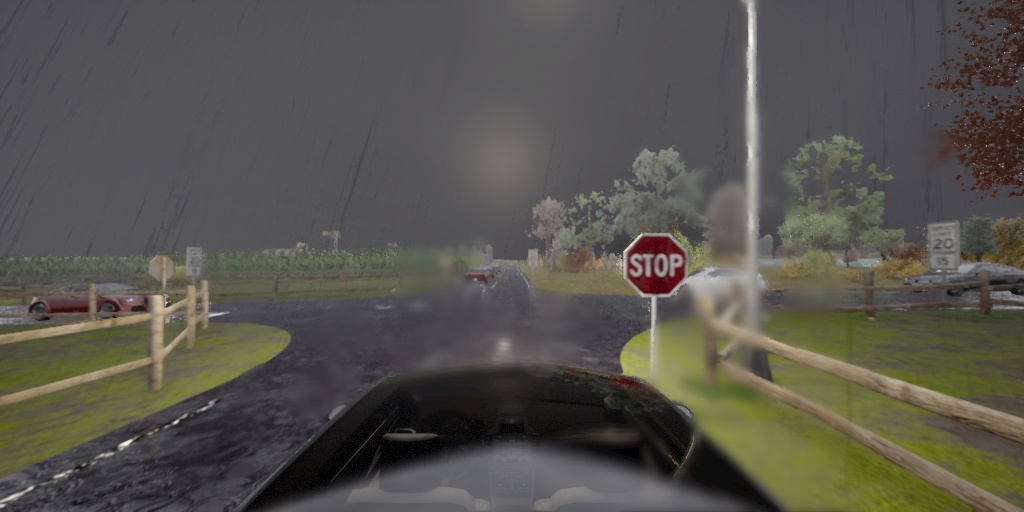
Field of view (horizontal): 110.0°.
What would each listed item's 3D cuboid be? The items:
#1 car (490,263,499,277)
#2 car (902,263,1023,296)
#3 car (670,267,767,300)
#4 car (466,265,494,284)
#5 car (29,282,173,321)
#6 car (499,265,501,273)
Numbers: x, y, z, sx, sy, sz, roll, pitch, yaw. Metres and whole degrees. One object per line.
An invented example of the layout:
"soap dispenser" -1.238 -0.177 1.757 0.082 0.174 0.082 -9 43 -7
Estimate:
"car" -2.868 1.766 40.803 2.033 1.411 5.357 0 -1 0
"car" 21.148 1.047 16.671 4.674 1.442 1.812 -1 -1 1
"car" 9.358 1.257 16.889 4.674 1.442 1.812 -1 -1 1
"car" -2.857 1.701 31.151 1.895 1.301 4.718 0 -1 0
"car" -16.349 1.740 14.399 4.181 1.385 1.994 -1 -1 0
"car" -2.869 1.899 50.008 1.994 1.385 4.181 0 -1 0
